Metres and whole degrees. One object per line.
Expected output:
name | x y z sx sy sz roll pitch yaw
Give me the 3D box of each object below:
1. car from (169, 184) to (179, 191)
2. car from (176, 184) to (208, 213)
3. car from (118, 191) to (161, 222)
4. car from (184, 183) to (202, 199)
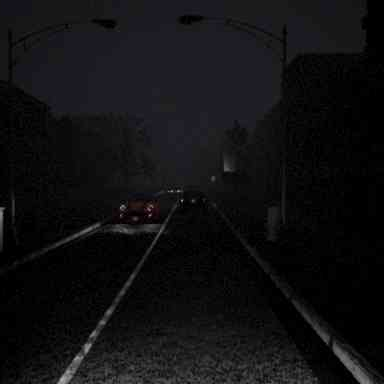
car | -3.049 -0.854 61.277 1.994 1.385 4.181 0 3 1
car | 0.094 0.568 25.639 2.097 1.767 4.553 0 3 0
car | -3.103 0.804 20.478 2.097 1.767 4.553 0 3 0
car | 0.090 -0.183 42.003 2.097 1.767 4.553 0 3 0
